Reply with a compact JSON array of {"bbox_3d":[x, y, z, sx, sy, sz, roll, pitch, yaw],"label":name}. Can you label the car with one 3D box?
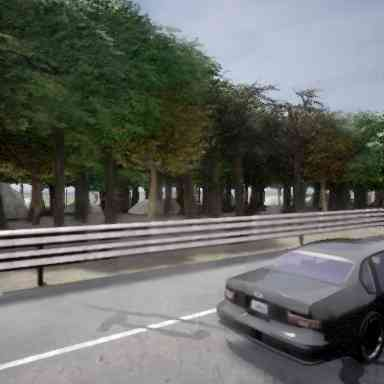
[{"bbox_3d":[2.929,1.553,5.831,5.357,1.411,2.033,0,0,-35],"label":"car"}]
